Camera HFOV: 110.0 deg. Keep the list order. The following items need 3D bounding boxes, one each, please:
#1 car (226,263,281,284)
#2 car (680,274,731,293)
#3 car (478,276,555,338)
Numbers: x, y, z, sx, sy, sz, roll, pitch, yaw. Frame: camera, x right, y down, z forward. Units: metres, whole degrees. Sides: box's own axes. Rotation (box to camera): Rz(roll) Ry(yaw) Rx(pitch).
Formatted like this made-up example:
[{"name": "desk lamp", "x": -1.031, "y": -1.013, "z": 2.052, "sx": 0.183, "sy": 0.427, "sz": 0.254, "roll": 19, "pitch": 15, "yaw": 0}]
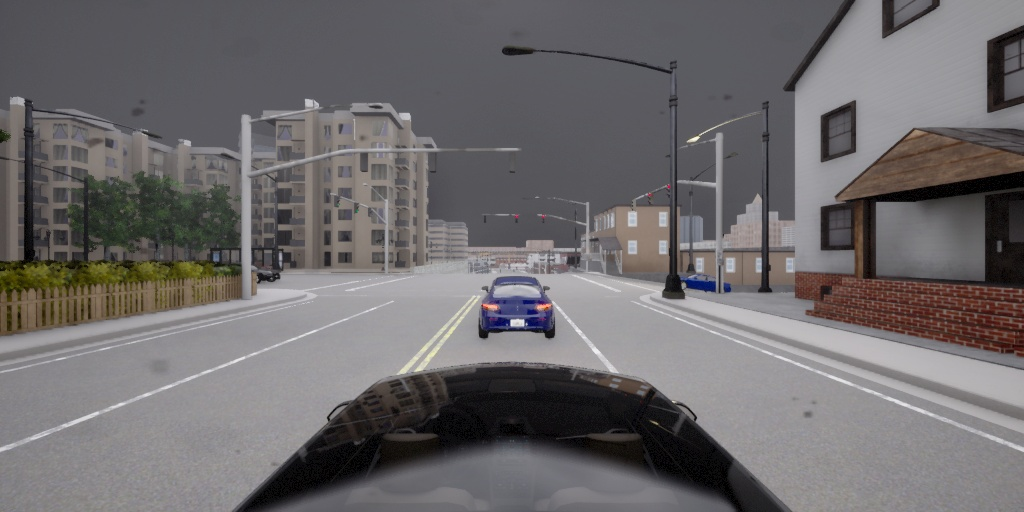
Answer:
[{"name": "car", "x": -19.814, "y": 1.255, "z": 26.510, "sx": 4.892, "sy": 1.490, "sz": 1.837, "roll": 0, "pitch": 0, "yaw": 1}, {"name": "car", "x": 15.388, "y": 2.211, "z": 29.696, "sx": 5.008, "sy": 1.535, "sz": 1.882, "roll": 9, "pitch": 0, "yaw": 1}, {"name": "car", "x": 0.110, "y": 1.276, "z": 10.013, "sx": 1.812, "sy": 1.442, "sz": 4.674, "roll": 0, "pitch": 0, "yaw": 0}]
